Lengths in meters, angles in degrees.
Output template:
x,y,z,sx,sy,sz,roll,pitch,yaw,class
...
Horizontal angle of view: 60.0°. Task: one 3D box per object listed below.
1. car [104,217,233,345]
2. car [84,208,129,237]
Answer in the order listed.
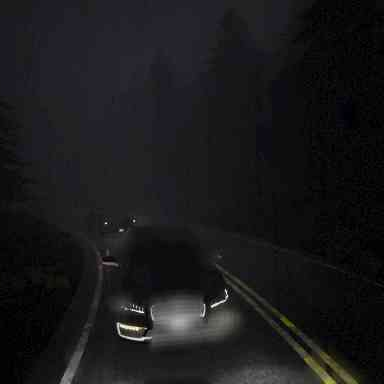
x,y,z,sx,sy,sz,roll,pitch,yaw,class
-0.641,1.494,6.784,1.837,1.490,4.892,-1,0,-11,car
-4.619,1.610,18.520,1.895,1.301,4.718,-3,1,-29,car
